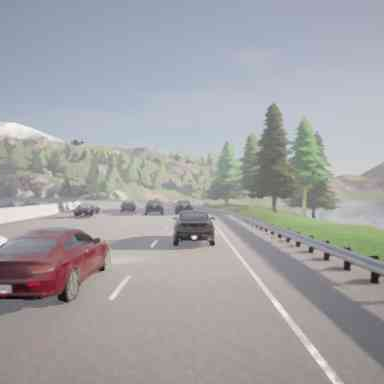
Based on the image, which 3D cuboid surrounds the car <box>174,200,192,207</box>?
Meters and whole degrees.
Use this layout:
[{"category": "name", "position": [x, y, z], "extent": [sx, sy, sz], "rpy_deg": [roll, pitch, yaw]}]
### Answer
[{"category": "car", "position": [-1.105, 1.743, 40.634], "extent": [2.097, 1.767, 4.553], "rpy_deg": [0, -1, -7]}]

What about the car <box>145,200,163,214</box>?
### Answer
[{"category": "car", "position": [-4.617, 1.745, 40.650], "extent": [2.097, 1.767, 4.553], "rpy_deg": [0, -1, -7]}]

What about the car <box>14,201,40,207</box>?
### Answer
[{"category": "car", "position": [-23.690, 2.030, 48.645], "extent": [2.033, 1.411, 5.357], "rpy_deg": [0, -1, -10]}]

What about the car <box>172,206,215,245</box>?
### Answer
[{"category": "car", "position": [0.092, 1.666, 16.518], "extent": [1.837, 1.490, 4.892], "rpy_deg": [0, 0, 0]}]

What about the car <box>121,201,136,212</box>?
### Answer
[{"category": "car", "position": [-8.759, 1.938, 45.741], "extent": [2.128, 1.511, 4.902], "rpy_deg": [0, -1, -9]}]

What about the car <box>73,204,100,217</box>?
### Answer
[{"category": "car", "position": [-11.052, 1.947, 35.288], "extent": [1.895, 1.301, 4.718], "rpy_deg": [0, -1, -5]}]

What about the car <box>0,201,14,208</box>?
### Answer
[{"category": "car", "position": [-27.311, 2.013, 48.899], "extent": [1.812, 1.442, 4.674], "rpy_deg": [0, 0, -10]}]

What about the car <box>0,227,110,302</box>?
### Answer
[{"category": "car", "position": [-3.409, 1.609, 8.329], "extent": [1.812, 1.442, 4.674], "rpy_deg": [0, 0, 0]}]
